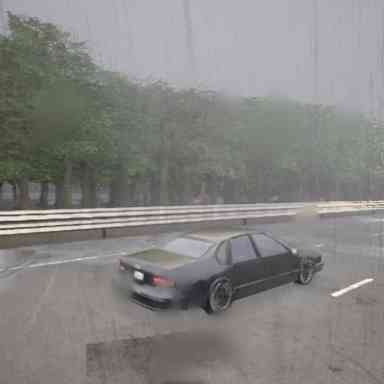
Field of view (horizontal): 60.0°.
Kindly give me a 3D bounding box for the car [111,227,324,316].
[{"bbox_3d":[0.927,1.526,7.512,5.357,1.411,2.033,0,0,-42],"label":"car"}]
